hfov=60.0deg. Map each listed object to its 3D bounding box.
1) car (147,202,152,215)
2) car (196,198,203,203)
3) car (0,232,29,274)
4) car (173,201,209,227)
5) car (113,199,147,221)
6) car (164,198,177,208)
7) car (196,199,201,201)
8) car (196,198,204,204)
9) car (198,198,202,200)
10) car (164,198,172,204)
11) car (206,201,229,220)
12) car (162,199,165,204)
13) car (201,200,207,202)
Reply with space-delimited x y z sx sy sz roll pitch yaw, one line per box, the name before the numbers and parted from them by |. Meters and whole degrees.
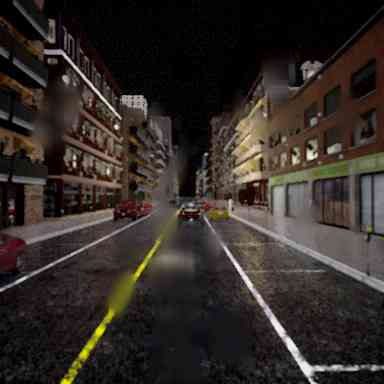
car | -5.934 1.809 36.650 1.967 1.590 4.097 0 -1 0
car | 2.055 2.458 93.062 1.947 1.339 4.313 0 -1 0
car | -5.739 1.677 8.470 1.802 1.307 4.206 0 -1 0
car | -0.070 1.742 25.378 2.128 1.511 4.902 0 0 0
car | -5.895 1.629 31.016 2.192 1.841 5.009 0 -1 0
car | -3.404 2.098 59.524 1.837 1.490 4.892 0 -1 0
car | -0.182 1.971 41.783 1.994 1.385 4.181 0 -1 0
car | 2.094 2.366 87.596 1.752 1.417 4.829 0 -1 0
car | 2.251 2.175 64.883 2.008 1.369 4.403 0 -1 0
car | -6.287 2.405 87.372 2.008 1.369 4.403 0 -1 0
car | 2.484 1.826 31.239 1.752 1.417 4.829 0 -1 0
car | -6.247 2.351 81.736 2.008 1.369 4.403 0 -1 0
car | 2.407 1.953 42.340 1.887 1.381 4.507 0 -1 0
